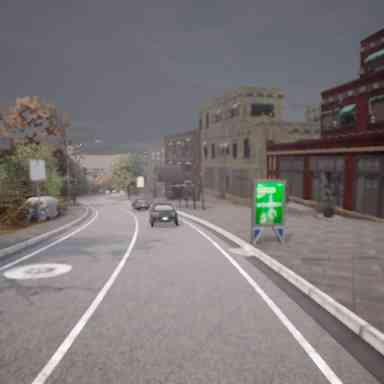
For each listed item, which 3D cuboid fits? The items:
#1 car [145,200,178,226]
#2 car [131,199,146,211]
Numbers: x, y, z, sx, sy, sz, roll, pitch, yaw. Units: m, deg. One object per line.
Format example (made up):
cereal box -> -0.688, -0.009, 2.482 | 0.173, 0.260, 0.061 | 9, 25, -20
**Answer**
car -> -2.061, 1.497, 23.146 | 1.812, 1.442, 4.674 | -1, 0, -9
car -> -6.415, 1.562, 41.519 | 1.994, 1.385, 4.181 | -2, 0, -17
